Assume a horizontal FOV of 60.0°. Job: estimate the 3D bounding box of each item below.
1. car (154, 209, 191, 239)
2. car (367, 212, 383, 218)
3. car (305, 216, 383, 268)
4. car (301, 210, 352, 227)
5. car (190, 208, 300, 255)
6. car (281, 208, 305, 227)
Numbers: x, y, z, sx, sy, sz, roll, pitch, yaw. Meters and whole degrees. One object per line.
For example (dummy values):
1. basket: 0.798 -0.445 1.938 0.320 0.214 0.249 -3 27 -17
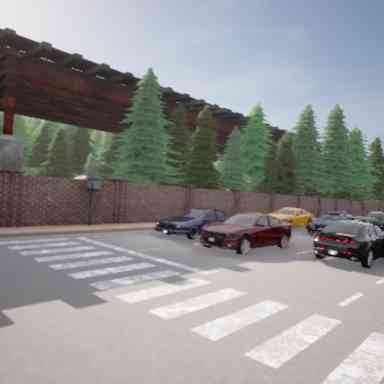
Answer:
1. car: 0.588 1.555 17.322 2.033 1.411 5.357 4 0 43
2. car: 16.434 2.531 29.367 1.837 1.490 4.892 4 0 43
3. car: 6.422 1.902 13.045 1.837 1.490 4.892 4 0 43
4. car: 9.093 2.122 21.404 1.994 1.385 4.181 4 0 43
5. car: 2.427 1.611 14.155 1.882 1.535 5.008 4 0 43
6. car: 7.214 1.907 24.519 1.882 1.535 5.008 4 0 43
